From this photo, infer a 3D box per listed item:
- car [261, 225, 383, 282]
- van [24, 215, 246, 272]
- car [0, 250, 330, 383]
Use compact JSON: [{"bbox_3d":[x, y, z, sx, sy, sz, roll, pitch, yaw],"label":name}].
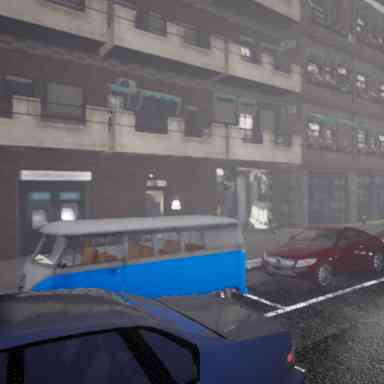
[{"bbox_3d":[3.761,1.599,9.216,4.206,1.307,1.802,0,-1,-35],"label":"car"},{"bbox_3d":[-0.851,1.346,5.928,3.998,1.788,1.690,0,-1,-36],"label":"van"},{"bbox_3d":[-1.481,1.548,2.303,5.357,1.411,2.033,0,0,-35],"label":"car"}]
